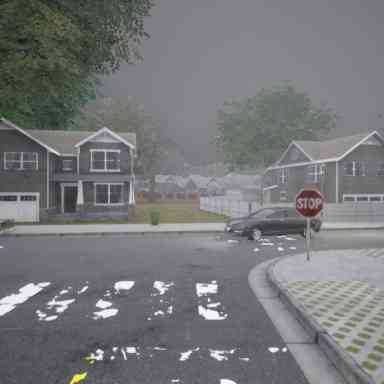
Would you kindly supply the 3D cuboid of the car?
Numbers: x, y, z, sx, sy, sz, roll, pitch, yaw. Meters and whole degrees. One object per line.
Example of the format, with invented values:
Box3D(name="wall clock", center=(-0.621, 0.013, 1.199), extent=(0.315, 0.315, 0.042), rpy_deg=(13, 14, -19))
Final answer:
Box3D(name="car", center=(3.979, 1.510, 16.305), extent=(4.892, 1.490, 1.837), rpy_deg=(0, -1, -19))
